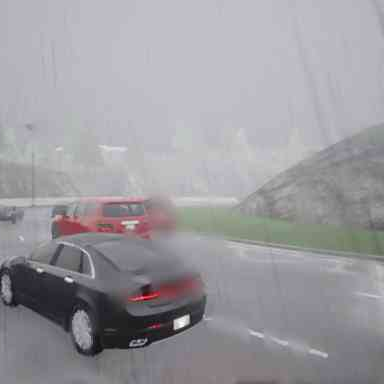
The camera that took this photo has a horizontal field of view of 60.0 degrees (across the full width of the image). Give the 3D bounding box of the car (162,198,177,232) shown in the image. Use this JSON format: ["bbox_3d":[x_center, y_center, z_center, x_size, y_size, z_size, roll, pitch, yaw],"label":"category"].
[{"bbox_3d":[-2.927,1.292,17.941,2.150,2.045,5.566,0,0,-34],"label":"car"}]

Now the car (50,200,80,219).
[{"bbox_3d":[-11.779,1.575,31.139,1.837,1.490,4.892,0,0,-12],"label":"car"}]

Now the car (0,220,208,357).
[{"bbox_3d":[-1.925,1.525,6.182,4.892,1.490,1.837,0,0,42],"label":"car"}]

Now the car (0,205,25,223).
[{"bbox_3d":[-13.803,1.624,24.764,1.895,1.301,4.718,0,0,-18],"label":"car"}]

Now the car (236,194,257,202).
[{"bbox_3d":[14.150,1.643,86.884,5.566,2.045,2.150,1,0,-19],"label":"car"}]

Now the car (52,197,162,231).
[{"bbox_3d":[-3.730,1.262,13.153,2.150,2.045,5.566,0,0,-39],"label":"car"}]

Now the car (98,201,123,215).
[{"bbox_3d":[-8.933,1.683,36.678,1.994,1.385,4.181,0,0,-4],"label":"car"}]
